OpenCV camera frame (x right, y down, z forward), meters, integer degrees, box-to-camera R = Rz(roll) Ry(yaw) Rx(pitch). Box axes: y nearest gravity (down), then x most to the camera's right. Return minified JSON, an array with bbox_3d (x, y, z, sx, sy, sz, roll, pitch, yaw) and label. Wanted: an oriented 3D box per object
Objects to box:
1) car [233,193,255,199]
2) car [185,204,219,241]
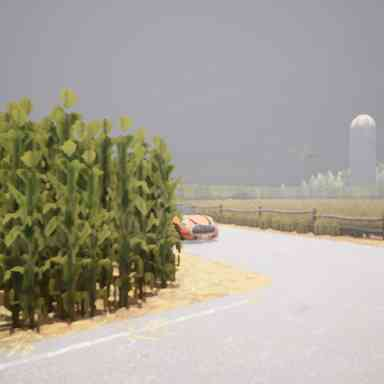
[{"bbox_3d":[10.761,1.228,67.971,5.566,2.045,2.150,0,0,-35],"label":"car"},{"bbox_3d":[-0.731,1.356,16.225,2.097,1.767,4.553,0,0,-35],"label":"car"}]
